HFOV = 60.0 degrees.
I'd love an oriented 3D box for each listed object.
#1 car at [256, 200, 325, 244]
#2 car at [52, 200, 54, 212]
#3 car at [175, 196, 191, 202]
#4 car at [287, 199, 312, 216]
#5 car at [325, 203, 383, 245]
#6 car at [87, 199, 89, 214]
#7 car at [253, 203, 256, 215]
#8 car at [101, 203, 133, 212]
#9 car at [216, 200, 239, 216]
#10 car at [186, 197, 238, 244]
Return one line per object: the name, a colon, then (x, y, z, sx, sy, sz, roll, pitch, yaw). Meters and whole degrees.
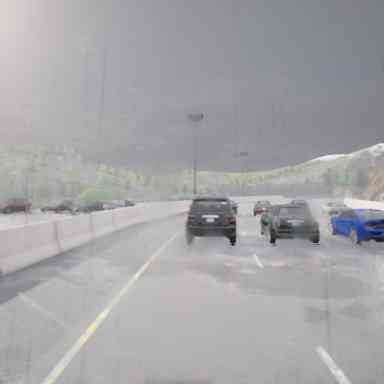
car: (4.535, 1.365, 16.035, 2.097, 1.767, 4.553, 0, 0, 5)
car: (-14.044, 1.503, 35.246, 1.812, 1.442, 4.674, 0, 0, 11)
car: (-2.011, 1.546, 74.517, 1.994, 1.385, 4.181, 0, 0, 23)
car: (10.858, 1.535, 33.897, 1.837, 1.490, 4.892, 0, 0, 12)
car: (7.989, 1.498, 15.560, 1.882, 1.535, 5.008, 0, 0, 5)
car: (-10.731, 1.475, 33.927, 2.128, 1.511, 4.902, 0, 0, 11)
car: (7.274, 1.587, 33.804, 1.994, 1.385, 4.181, 0, 0, 12)
car: (-7.224, 1.517, 33.689, 1.812, 1.442, 4.674, 0, 0, 11)
car: (3.674, 1.540, 33.728, 1.812, 1.442, 4.674, 0, 0, 11)
car: (0.983, 1.227, 15.943, 2.150, 2.045, 5.566, 0, 0, 5)
